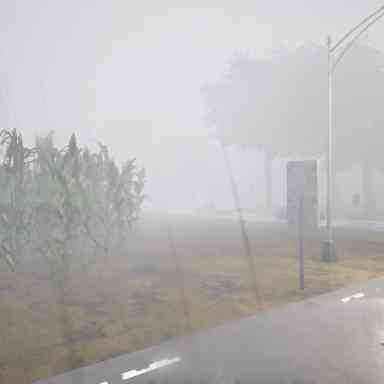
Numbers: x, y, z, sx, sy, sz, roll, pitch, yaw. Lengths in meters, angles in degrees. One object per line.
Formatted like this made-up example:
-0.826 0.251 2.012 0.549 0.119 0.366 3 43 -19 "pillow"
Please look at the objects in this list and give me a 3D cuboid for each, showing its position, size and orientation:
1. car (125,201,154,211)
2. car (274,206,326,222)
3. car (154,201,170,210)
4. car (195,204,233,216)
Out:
-8.247 2.079 51.845 1.812 1.442 4.674 -1 0 -35 "car"
8.826 1.778 27.577 1.994 1.385 4.181 -1 0 -36 "car"
-5.501 2.112 52.860 1.895 1.301 4.718 -1 0 -35 "car"
2.398 1.939 36.651 1.895 1.301 4.718 -1 0 -35 "car"
